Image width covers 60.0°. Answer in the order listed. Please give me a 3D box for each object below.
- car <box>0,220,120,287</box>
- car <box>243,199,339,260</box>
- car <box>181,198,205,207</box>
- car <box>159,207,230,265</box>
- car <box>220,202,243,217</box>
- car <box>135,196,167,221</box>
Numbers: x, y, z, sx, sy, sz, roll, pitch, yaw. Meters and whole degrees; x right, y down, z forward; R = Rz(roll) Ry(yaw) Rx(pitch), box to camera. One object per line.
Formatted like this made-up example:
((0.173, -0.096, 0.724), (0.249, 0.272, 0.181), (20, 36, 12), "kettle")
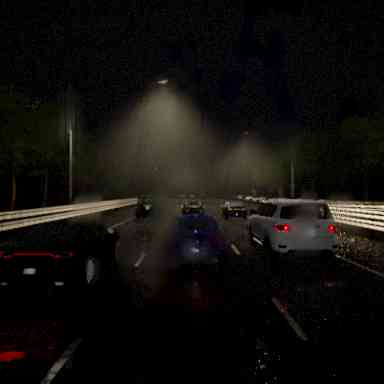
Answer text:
((-3.418, 1.527, 9.503), (1.882, 1.535, 5.008), (0, 0, 0), "car")
((3.594, 1.285, 12.798), (2.150, 2.045, 5.566), (0, 0, 0), "car")
((0.096, 1.593, 29.283), (1.837, 1.490, 4.892), (0, 0, 0), "car")
((0.088, 1.537, 11.967), (1.882, 1.535, 5.008), (0, 0, 0), "car")
((3.595, 1.580, 29.088), (2.128, 1.511, 4.902), (0, 0, 0), "car")
((-3.403, 1.311, 28.192), (2.150, 2.045, 5.566), (0, 0, 0), "car")
